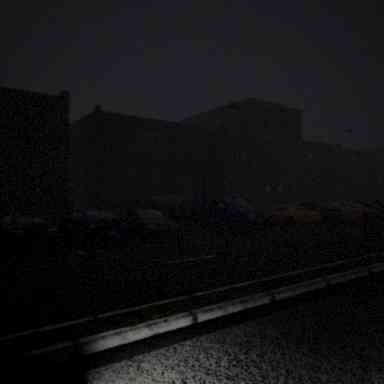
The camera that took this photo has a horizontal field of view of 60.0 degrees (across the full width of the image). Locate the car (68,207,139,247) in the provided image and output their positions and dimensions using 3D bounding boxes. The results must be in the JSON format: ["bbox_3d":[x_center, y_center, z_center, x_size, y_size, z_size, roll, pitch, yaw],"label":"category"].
[{"bbox_3d":[-4.660,1.490,15.366,2.097,1.535,5.008,0,0,-36],"label":"car"}]

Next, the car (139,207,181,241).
[{"bbox_3d":[-2.425,1.528,16.982,2.002,1.452,4.674,0,0,-36],"label":"car"}]

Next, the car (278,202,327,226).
[{"bbox_3d":[6.421,1.490,23.566,1.946,1.575,5.366,0,0,-36],"label":"car"}]

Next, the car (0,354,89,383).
[{"bbox_3d":[-2.665,1.525,1.227,4.674,1.442,1.812,0,0,-36],"label":"car"}]

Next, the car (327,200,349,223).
[{"bbox_3d":[8.752,1.528,25.049,2.163,1.488,4.792,0,0,-36],"label":"car"}]

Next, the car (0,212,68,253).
[{"bbox_3d":[-6.900,1.533,13.759,2.002,1.452,4.674,0,0,-36],"label":"car"}]

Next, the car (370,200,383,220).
[{"bbox_3d":[13.362,1.508,28.092,1.946,1.575,5.366,0,0,-36],"label":"car"}]

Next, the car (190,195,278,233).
[{"bbox_3d":[2.070,1.237,20.175,2.435,2.045,5.566,0,0,-36],"label":"car"}]

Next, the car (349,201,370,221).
[{"bbox_3d":[10.900,1.500,26.785,1.946,1.575,5.366,0,0,-36],"label":"car"}]
